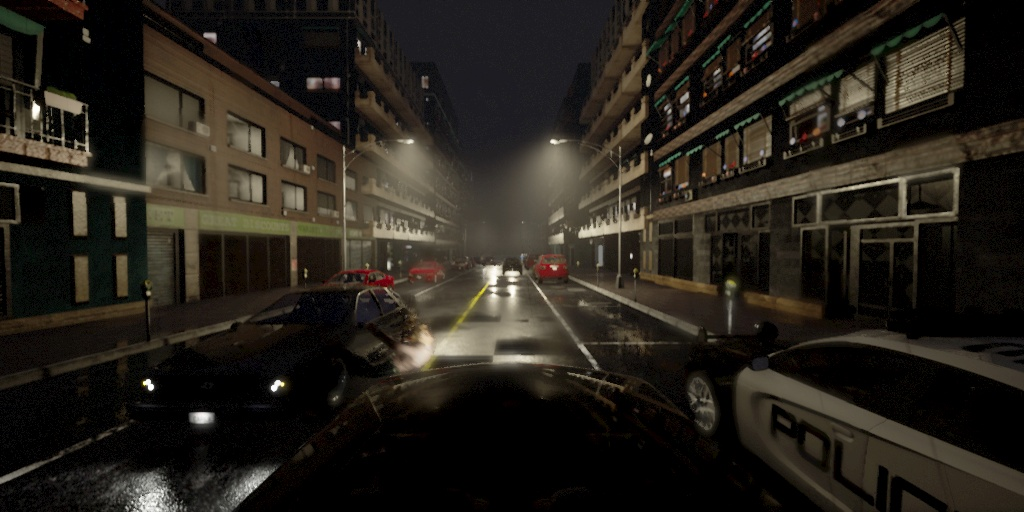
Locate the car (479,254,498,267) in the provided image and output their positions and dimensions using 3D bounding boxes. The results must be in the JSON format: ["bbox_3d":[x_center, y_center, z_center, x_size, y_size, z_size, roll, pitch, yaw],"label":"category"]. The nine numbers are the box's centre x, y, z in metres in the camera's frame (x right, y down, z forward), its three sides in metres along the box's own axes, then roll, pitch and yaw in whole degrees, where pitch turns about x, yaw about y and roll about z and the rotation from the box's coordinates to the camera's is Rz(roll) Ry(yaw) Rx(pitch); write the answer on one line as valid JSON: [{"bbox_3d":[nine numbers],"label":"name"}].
[{"bbox_3d":[-3.179,0.801,51.087,1.812,1.442,4.674,0,1,0],"label":"car"}]

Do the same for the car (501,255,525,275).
[{"bbox_3d":[0.030,0.939,34.088,1.837,1.490,4.892,0,0,0],"label":"car"}]

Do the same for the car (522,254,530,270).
[{"bbox_3d":[2.609,0.679,41.577,2.192,1.841,5.009,0,0,0],"label":"car"}]

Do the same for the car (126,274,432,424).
[{"bbox_3d":[-3.141,1.250,6.346,2.033,1.411,5.357,0,1,1],"label":"car"}]

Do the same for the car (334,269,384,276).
[{"bbox_3d":[-5.715,1.180,13.142,1.888,1.381,4.507,0,0,0],"label":"car"}]

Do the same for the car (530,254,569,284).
[{"bbox_3d":[2.643,0.840,24.524,2.192,1.841,5.009,0,0,0],"label":"car"}]

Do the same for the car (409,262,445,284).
[{"bbox_3d":[-5.737,1.070,24.511,1.888,1.381,4.507,0,0,0],"label":"car"}]

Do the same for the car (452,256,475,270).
[{"bbox_3d":[-5.771,0.804,41.564,1.967,1.591,4.097,0,0,0],"label":"car"}]

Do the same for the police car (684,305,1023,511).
[{"bbox_3d":[2.999,1.168,2.441,1.930,1.638,5.238,0,1,0],"label":"police car"}]

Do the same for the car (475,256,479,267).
[{"bbox_3d":[-5.783,0.856,47.248,1.888,1.381,4.507,0,0,0],"label":"car"}]

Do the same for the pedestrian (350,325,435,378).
[{"bbox_3d":[-1.521,1.416,4.715,1.860,0.375,0.375,-32,-30,26],"label":"pedestrian"}]
